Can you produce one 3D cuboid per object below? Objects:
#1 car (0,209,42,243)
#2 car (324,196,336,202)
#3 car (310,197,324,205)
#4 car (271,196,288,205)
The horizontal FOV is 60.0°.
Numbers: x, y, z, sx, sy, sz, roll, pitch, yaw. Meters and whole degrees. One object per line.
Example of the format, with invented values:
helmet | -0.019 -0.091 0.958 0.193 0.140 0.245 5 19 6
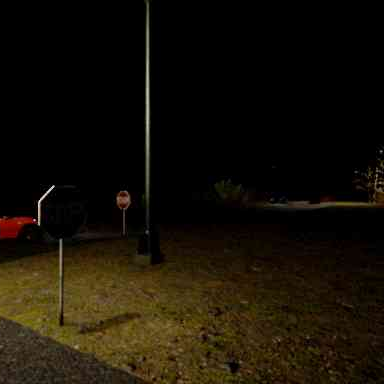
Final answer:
car | -8.819 1.378 14.174 2.097 1.767 4.553 0 0 34
car | 35.023 1.711 85.748 1.882 1.535 5.008 0 0 34
car | 24.787 1.683 66.691 1.882 1.535 5.008 0 0 26
car | 17.263 1.538 65.640 2.097 1.767 4.553 0 0 34
